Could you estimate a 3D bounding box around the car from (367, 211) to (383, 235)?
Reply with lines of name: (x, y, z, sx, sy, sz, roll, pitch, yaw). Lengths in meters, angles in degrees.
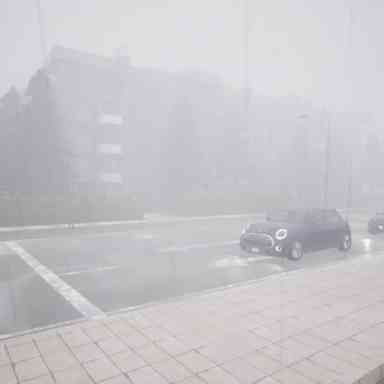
car: (11.233, 1.501, 17.711, 4.892, 1.490, 1.837, 0, 0, -36)

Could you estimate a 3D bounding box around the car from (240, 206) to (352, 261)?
car: (3.920, 1.350, 12.406, 4.553, 1.767, 2.097, 0, 0, -36)
